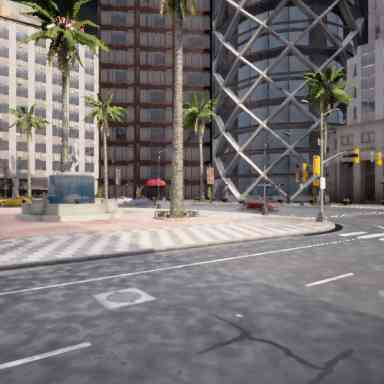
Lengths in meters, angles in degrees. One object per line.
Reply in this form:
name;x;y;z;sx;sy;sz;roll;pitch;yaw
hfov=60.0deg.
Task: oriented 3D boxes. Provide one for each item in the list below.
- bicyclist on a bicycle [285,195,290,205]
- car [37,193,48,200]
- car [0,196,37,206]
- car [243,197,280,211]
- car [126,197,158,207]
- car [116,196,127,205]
bicyclist on a bicycle;15.720;1.301;54.592;0.582;1.620;1.656;0;0;42
car;-25.902;1.221;58.678;5.566;2.045;2.150;0;0;-10
car;-28.765;1.478;54.458;5.008;1.535;1.882;0;0;-14
car;8.456;1.352;40.715;2.097;1.767;4.553;0;0;-42
car;-7.301;1.564;50.890;4.181;1.385;1.994;0;0;14
car;-12.865;1.526;59.139;4.674;1.442;1.812;0;0;6
